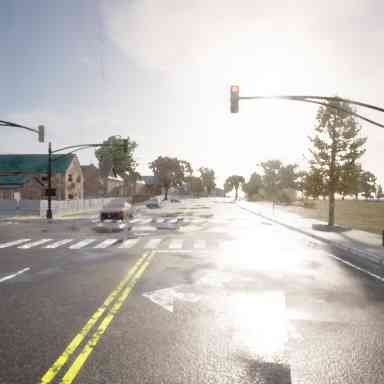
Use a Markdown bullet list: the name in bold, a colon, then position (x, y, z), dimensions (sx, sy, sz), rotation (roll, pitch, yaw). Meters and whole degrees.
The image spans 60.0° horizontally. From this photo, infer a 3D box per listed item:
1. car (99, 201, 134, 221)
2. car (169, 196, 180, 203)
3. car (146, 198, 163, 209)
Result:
- **car**: position (-6.083, 1.526, 27.290), dimensions (1.882, 1.535, 5.008), rotation (0, 0, 2)
- **car**: position (-3.689, 1.661, 71.751), dimensions (1.812, 1.442, 4.674), rotation (0, 0, 4)
- **car**: position (-5.293, 1.623, 46.857), dimensions (1.837, 1.490, 4.892), rotation (0, 0, 3)
